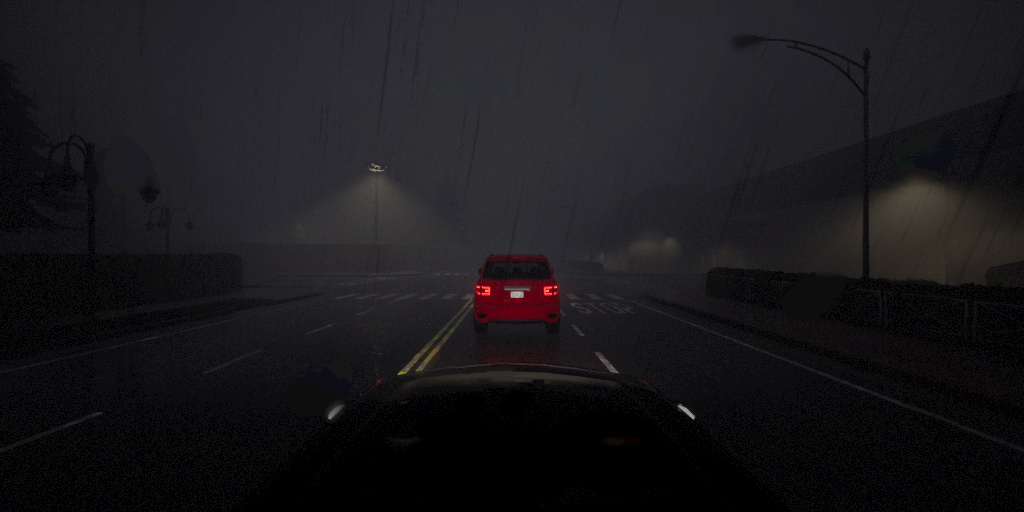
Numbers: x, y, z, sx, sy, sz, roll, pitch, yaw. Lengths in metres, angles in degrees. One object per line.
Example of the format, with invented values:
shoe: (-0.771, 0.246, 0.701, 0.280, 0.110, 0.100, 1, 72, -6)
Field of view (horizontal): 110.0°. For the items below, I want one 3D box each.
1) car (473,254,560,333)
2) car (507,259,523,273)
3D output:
car: (0.122, 0.971, 10.828, 2.150, 2.045, 5.566, 0, 0, 0)
car: (0.356, 1.227, 45.570, 1.882, 1.535, 5.008, 0, 0, 1)
